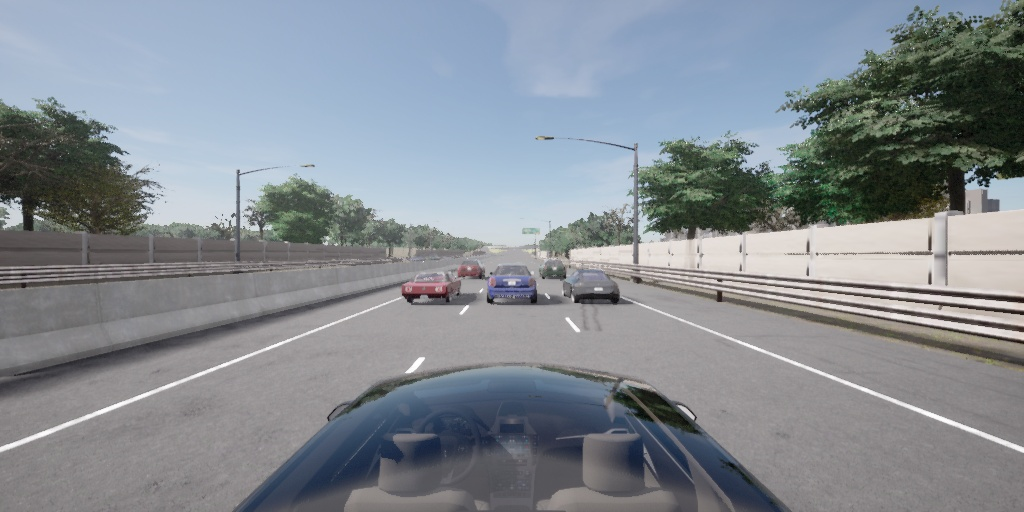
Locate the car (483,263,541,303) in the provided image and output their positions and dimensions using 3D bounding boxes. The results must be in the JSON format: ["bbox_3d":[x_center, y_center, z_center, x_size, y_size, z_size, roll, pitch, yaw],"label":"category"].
[{"bbox_3d":[0.000,1.101,16.472,2.097,1.767,4.553,0,0,0],"label":"car"}]

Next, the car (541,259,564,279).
[{"bbox_3d":[3.500,1.076,31.473,2.097,1.767,4.553,0,0,0],"label":"car"}]

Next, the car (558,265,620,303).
[{"bbox_3d":[3.500,1.308,16.503,1.994,1.385,4.181,0,0,0],"label":"car"}]

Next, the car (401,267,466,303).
[{"bbox_3d":[-3.500,1.351,16.533,1.895,1.301,4.718,0,0,0],"label":"car"}]

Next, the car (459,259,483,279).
[{"bbox_3d":[-3.500,1.076,31.473,2.097,1.767,4.553,0,0,0],"label":"car"}]
